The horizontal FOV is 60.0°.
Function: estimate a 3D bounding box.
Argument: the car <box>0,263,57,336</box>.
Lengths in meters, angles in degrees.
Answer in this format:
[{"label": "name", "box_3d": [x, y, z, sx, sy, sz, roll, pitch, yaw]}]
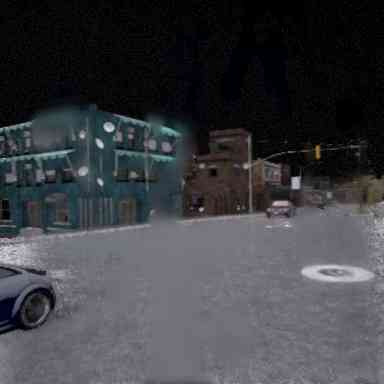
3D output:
[{"label": "car", "box_3d": [-4.214, 1.762, 5.018, 1.994, 1.385, 4.181, -2, -1, 27]}]

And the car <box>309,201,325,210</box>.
[{"label": "car", "box_3d": [18.878, 2.002, 50.371, 1.895, 1.301, 4.718, -1, -2, 27]}]

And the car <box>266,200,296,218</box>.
[{"label": "car", "box_3d": [7.704, 1.435, 28.425, 1.812, 1.442, 4.674, -1, -1, 27]}]
